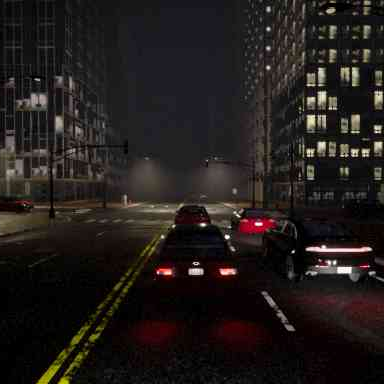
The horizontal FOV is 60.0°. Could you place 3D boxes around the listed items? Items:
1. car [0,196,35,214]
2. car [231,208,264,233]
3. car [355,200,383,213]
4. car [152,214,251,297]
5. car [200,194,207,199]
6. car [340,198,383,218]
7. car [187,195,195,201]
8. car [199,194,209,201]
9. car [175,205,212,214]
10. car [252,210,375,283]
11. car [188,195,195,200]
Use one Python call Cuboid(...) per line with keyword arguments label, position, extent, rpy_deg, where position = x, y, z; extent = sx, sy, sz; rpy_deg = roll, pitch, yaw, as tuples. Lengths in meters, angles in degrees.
Cuboid(label="car", position=(-18.277, 1.206, 33.293), extent=(4.553, 1.767, 2.097), rpy_deg=(1, 1, 1))
Cuboid(label="car", position=(3.311, 1.554, 18.470), extent=(1.994, 1.385, 4.181), rpy_deg=(0, 0, 0))
Cuboid(label="car", position=(21.731, 1.643, 38.515), extent=(4.829, 1.417, 1.752), rpy_deg=(1, 0, 1))
Cuboid(label="car", position=(0.083, 1.544, 8.755), extent=(2.033, 1.411, 5.357), rpy_deg=(0, 0, 0))
Cuboid(label="car", position=(3.061, 1.266, 91.397), extent=(1.812, 1.442, 4.674), rpy_deg=(0, 0, 0))
Cuboid(label="car", position=(16.139, 1.519, 30.217), extent=(5.009, 1.841, 2.192), rpy_deg=(1, 0, 1))
Cuboid(label="car", position=(-0.172, 1.519, 82.767), extent=(1.895, 1.301, 4.718), rpy_deg=(0, 0, 0))
Cuboid(label="car", position=(3.082, 1.513, 81.425), extent=(1.895, 1.301, 4.718), rpy_deg=(0, 0, 0))
Cuboid(label="car", position=(0.066, 1.468, 18.576), extent=(1.882, 1.535, 5.008), rpy_deg=(0, 0, 1))
Cuboid(label="car", position=(3.329, 1.487, 9.669), extent=(2.128, 1.511, 4.902), rpy_deg=(0, 0, 0))
Cuboid(label="car", position=(-0.193, 1.459, 92.857), extent=(1.994, 1.385, 4.181), rpy_deg=(0, 0, 0))
